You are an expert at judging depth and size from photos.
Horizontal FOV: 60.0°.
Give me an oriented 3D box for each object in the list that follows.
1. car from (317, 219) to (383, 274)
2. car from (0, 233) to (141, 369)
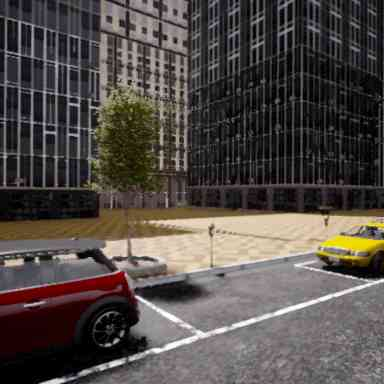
[{"bbox_3d":[5.999,1.586,10.843,4.829,1.417,1.752,0,0,-36],"label":"car"},{"bbox_3d":[-2.869,1.441,4.514,4.097,1.590,1.967,0,0,-36],"label":"car"}]
